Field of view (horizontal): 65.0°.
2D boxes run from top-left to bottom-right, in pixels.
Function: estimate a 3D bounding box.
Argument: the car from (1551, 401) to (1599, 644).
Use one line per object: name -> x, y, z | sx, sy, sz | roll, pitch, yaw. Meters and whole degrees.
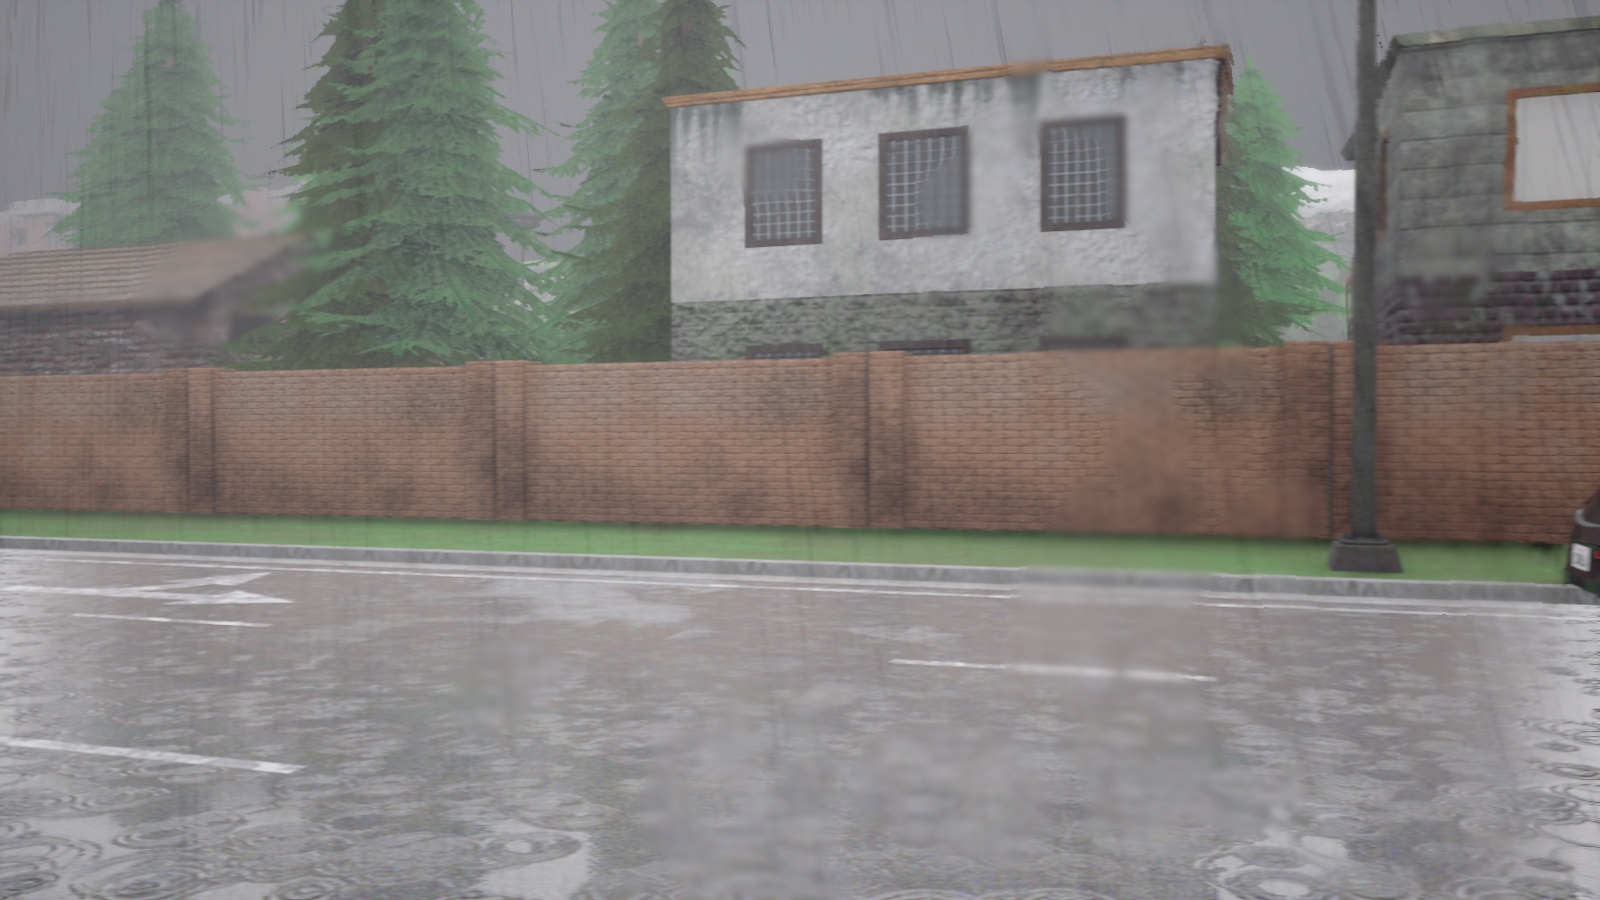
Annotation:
car -> 7.879, 0.508, 7.924 | 5.027, 1.651, 2.152 | 1, 1, 19
